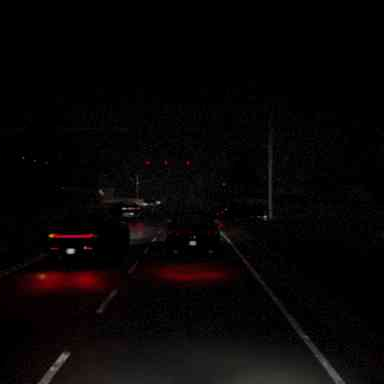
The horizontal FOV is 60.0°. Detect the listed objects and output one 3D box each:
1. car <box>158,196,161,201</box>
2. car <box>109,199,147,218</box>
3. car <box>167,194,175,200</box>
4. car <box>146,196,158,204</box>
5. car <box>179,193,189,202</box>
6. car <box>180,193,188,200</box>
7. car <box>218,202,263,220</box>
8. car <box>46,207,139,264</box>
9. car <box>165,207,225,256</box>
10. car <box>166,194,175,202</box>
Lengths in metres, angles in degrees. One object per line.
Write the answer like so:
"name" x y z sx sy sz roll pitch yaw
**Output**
"car" -9.028 1.645 84.018 1.895 1.301 4.718 0 0 -2
"car" -5.868 1.525 28.493 2.128 1.511 4.902 0 0 -27
"car" -5.756 1.377 92.695 2.097 1.767 4.553 0 0 -2
"car" -8.594 1.603 67.635 1.812 1.442 4.674 0 0 -1
"car" -1.978 1.314 82.242 2.150 2.045 5.566 0 0 -2
"car" -2.259 1.247 92.846 2.150 2.045 5.566 0 0 -2
"car" 4.015 1.559 28.436 4.674 1.442 1.812 0 -1 -34
"car" -3.472 1.502 11.939 2.128 1.511 4.902 0 0 0
"car" 0.027 1.493 13.153 1.882 1.535 5.008 0 0 0
"car" -5.475 1.628 82.089 2.033 1.411 5.357 0 0 -2
